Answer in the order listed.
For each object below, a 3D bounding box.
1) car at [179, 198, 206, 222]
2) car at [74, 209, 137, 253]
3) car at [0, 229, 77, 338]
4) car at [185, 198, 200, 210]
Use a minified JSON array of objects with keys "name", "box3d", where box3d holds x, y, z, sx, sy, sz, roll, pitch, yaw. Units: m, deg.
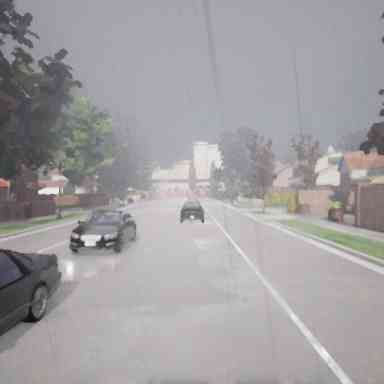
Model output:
[{"name":"car","box3d":[0.037,1.534,26.410,1.837,1.490,4.892,0,0,1]},{"name":"car","box3d":[-3.504,1.507,13.906,2.128,1.511,4.902,0,0,0]},{"name":"car","box3d":[-3.568,1.553,4.522,2.033,1.411,5.357,0,0,0]},{"name":"car","box3d":[0.070,1.528,43.563,1.812,1.442,4.674,0,0,0]}]
